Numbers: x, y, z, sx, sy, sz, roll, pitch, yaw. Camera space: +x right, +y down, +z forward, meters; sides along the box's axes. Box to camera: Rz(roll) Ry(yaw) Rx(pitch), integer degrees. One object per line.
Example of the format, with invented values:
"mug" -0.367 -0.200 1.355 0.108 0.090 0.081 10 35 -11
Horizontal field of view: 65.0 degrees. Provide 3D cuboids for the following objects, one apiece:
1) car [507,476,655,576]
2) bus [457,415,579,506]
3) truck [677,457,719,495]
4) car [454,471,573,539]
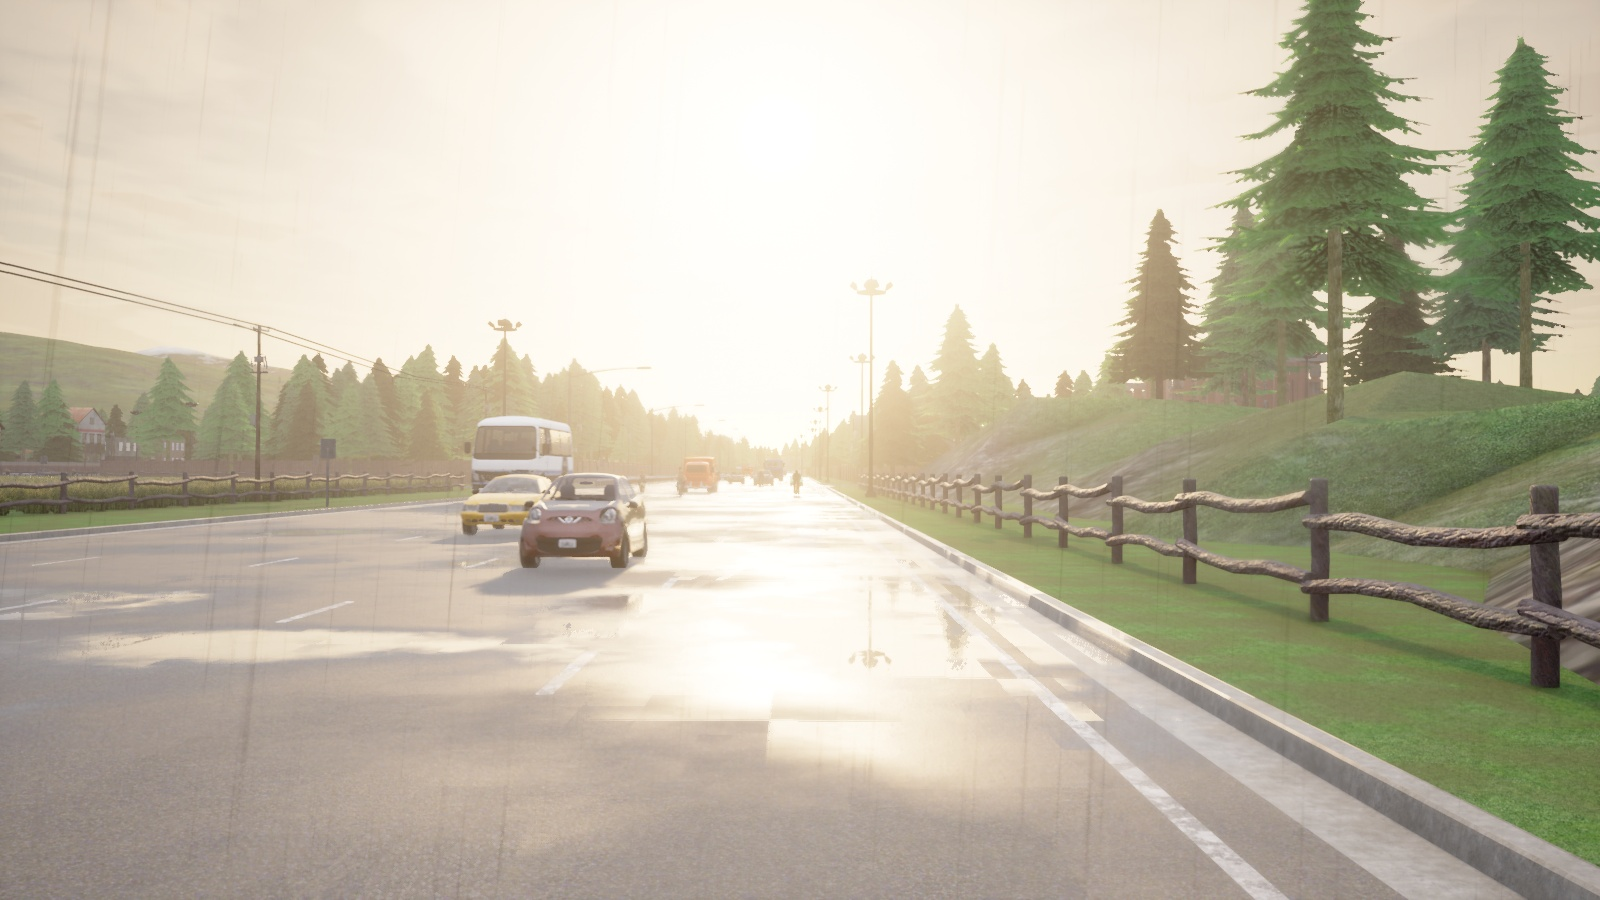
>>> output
"car" -3.554 1.193 20.963 1.845 1.501 3.633 0 -1 0
"bus" -14.180 0.572 64.318 3.944 4.253 10.273 0 -1 0
"truck" -7.237 1.831 89.895 2.627 2.467 5.204 0 1 0
"car" -7.081 1.311 31.605 1.801 1.575 5.366 0 -1 0
